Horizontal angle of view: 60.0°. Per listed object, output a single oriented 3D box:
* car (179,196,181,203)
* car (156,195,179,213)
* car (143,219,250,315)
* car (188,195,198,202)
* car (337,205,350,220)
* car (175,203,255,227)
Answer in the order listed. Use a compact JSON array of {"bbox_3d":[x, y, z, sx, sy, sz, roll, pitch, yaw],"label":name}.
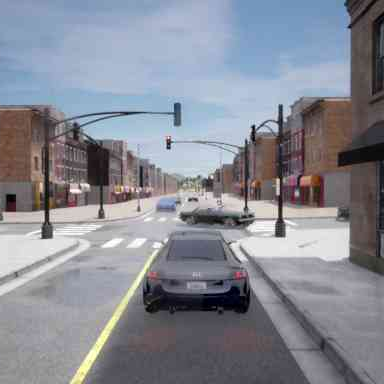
[{"bbox_3d":[-2.739,1.247,53.694,2.128,1.511,4.902,0,0,0],"label":"car"},{"bbox_3d":[-2.784,1.346,36.030,1.882,1.535,5.008,0,0,0],"label":"car"},{"bbox_3d":[0.102,1.556,7.653,1.994,1.385,4.181,0,0,1],"label":"car"},{"bbox_3d":[0.225,1.252,67.608,1.895,1.301,4.718,0,0,0],"label":"car"},{"bbox_3d":[12.201,1.072,21.910,5.008,1.535,1.882,-2,1,0],"label":"car"},{"bbox_3d":[1.521,1.502,20.721,4.718,1.301,1.895,-1,1,40],"label":"car"}]
